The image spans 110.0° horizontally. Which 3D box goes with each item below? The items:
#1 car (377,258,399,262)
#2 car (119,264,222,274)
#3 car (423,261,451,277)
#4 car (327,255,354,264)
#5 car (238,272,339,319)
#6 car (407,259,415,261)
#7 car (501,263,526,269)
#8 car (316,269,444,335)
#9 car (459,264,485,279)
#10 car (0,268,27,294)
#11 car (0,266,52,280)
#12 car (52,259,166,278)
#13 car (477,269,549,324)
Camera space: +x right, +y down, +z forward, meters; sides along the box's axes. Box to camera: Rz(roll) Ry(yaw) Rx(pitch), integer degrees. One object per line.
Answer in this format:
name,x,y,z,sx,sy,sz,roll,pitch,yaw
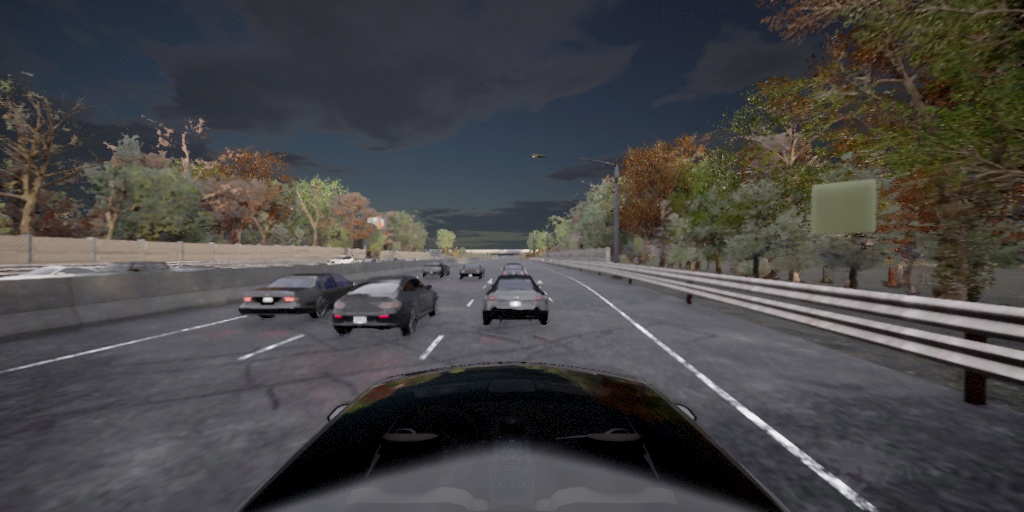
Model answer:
car,-21.012,1.052,61.938,2.097,1.767,4.553,0,0,1
car,-17.599,1.270,19.784,2.033,1.411,5.357,0,0,0
car,-6.897,1.201,33.058,2.128,1.511,4.902,0,0,0
car,-28.007,0.921,58.858,2.150,2.045,5.566,0,0,0
car,-6.899,1.280,12.640,2.033,1.411,5.357,0,0,0
car,-17.513,1.224,61.953,1.812,1.442,4.674,0,0,1
car,0.103,1.262,27.652,2.033,1.411,5.357,0,0,0
car,-3.400,1.261,10.323,1.812,1.442,4.674,0,0,0
car,-3.397,1.312,31.551,1.895,1.301,4.718,0,0,0
car,-27.600,1.325,17.379,1.895,1.301,4.718,0,0,-3
car,-24.600,1.248,19.407,1.812,1.442,4.674,0,0,0
car,-21.098,1.074,19.617,2.097,1.767,4.553,0,0,0
car,0.098,1.298,11.972,1.994,1.385,4.181,0,0,0
